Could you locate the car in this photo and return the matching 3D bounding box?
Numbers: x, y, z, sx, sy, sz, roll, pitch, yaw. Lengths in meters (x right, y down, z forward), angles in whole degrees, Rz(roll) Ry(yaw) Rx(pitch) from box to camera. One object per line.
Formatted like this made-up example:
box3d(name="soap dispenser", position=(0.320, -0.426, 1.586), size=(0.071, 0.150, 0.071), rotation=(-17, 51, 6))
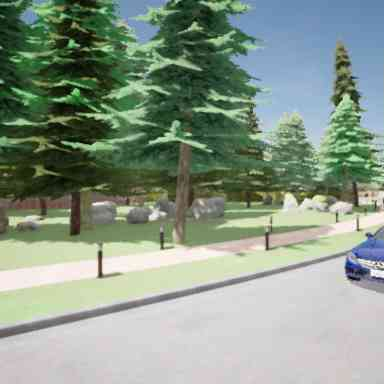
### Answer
box3d(name="car", position=(5.774, 1.489, 8.682), size=(4.674, 1.442, 1.812), rotation=(0, 0, -41))
